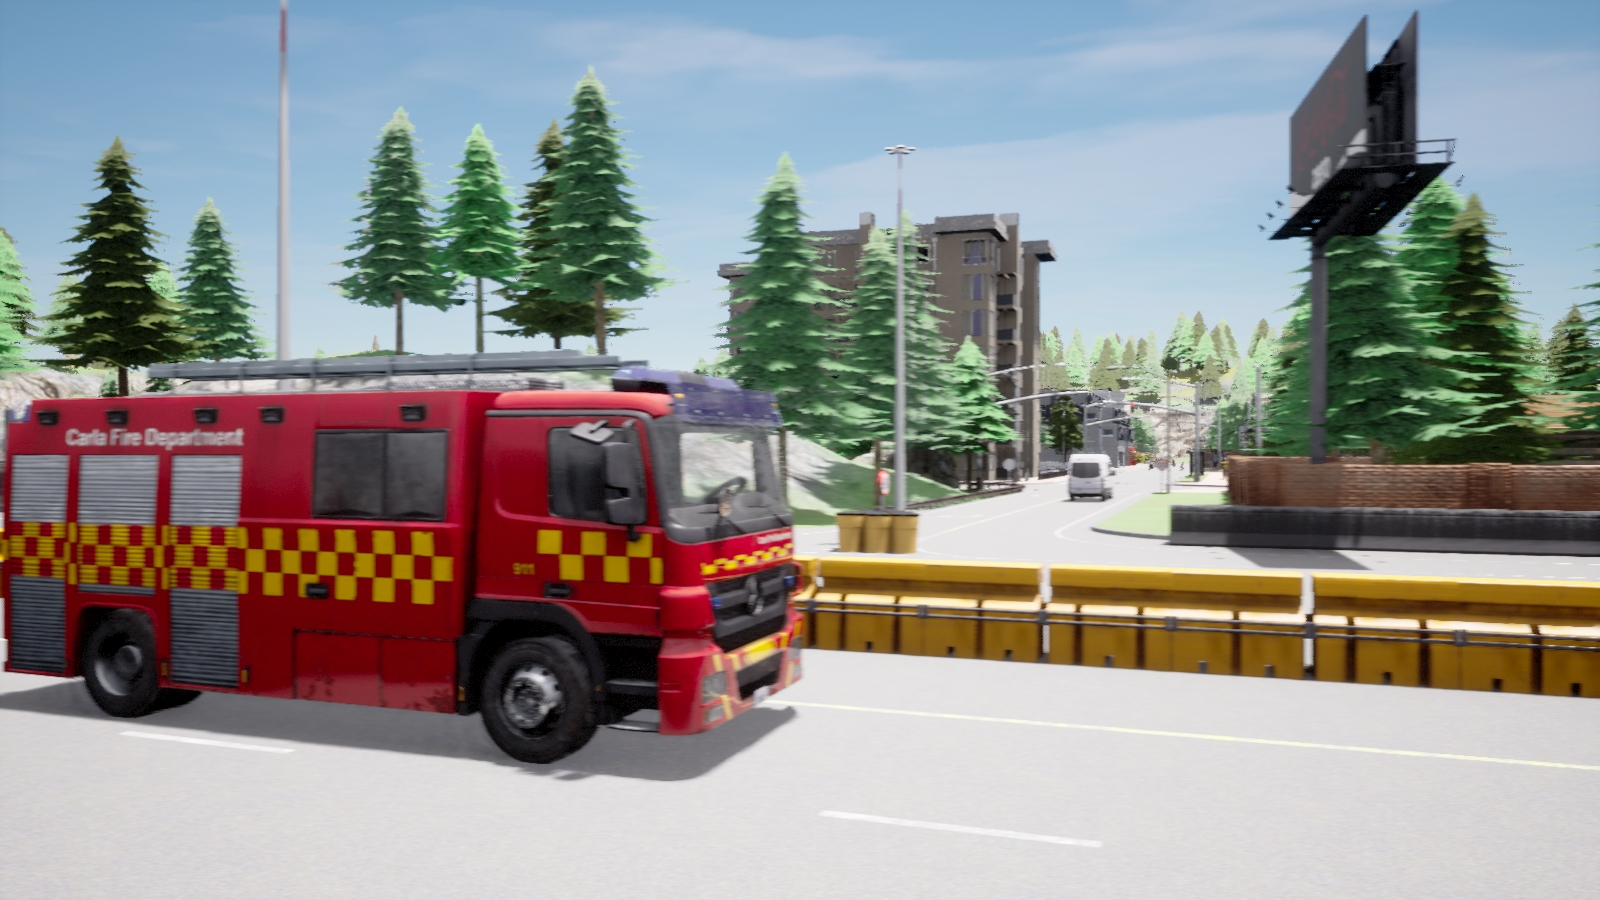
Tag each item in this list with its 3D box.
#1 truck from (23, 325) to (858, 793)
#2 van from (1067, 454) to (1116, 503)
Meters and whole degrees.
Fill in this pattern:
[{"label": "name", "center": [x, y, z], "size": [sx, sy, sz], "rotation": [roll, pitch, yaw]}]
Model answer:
[{"label": "truck", "center": [-3.859, 0.891, 12.160], "size": [8.468, 3.827, 2.891], "rotation": [0, 0, 20]}, {"label": "van", "center": [16.188, 1.514, 63.319], "size": [1.988, 2.561, 5.915], "rotation": [0, 0, 21]}]
